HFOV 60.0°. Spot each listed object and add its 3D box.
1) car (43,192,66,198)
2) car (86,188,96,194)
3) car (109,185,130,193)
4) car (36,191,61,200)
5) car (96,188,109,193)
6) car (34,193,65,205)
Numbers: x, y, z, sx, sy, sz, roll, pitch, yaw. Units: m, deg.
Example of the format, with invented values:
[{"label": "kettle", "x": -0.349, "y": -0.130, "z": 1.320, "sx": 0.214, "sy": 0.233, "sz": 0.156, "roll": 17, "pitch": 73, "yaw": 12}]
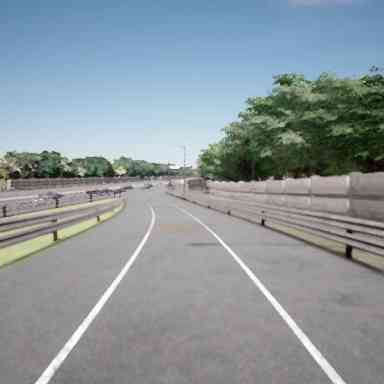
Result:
[{"label": "car", "x": -25.162, "y": 0.848, "z": 61.844, "sx": 1.994, "sy": 1.385, "sz": 4.181, "roll": 0, "pitch": 3, "yaw": 10}, {"label": "car", "x": -24.950, "y": -0.302, "z": 84.129, "sx": 1.895, "sy": 1.301, "sz": 4.718, "roll": 0, "pitch": 3, "yaw": 10}, {"label": "car", "x": -18.053, "y": -0.330, "z": 82.932, "sx": 2.033, "sy": 1.411, "sz": 5.357, "roll": 0, "pitch": 3, "yaw": 10}, {"label": "car", "x": -28.114, "y": 0.651, "z": 65.377, "sx": 2.033, "sy": 1.411, "sz": 5.357, "roll": 0, "pitch": 3, "yaw": 10}, {"label": "car", "x": -21.502, "y": -0.358, "z": 83.528, "sx": 2.128, "sy": 1.511, "sz": 4.902, "roll": 0, "pitch": 3, "yaw": 10}, {"label": "car", "x": -23.035, "y": 1.331, "z": 53.414, "sx": 1.895, "sy": 1.301, "sz": 4.718, "roll": 0, "pitch": 3, "yaw": 10}]
